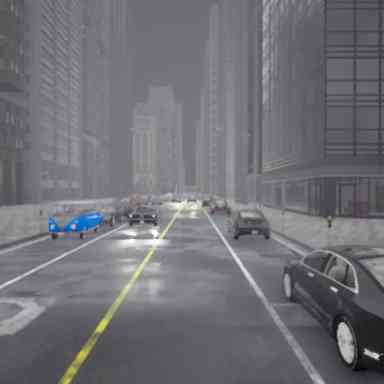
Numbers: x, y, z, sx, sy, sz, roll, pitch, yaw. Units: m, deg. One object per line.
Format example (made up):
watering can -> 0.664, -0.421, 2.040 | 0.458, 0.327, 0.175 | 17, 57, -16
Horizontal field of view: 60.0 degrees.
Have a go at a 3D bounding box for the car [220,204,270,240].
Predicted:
car -> 2.755, 1.532, 16.770 | 2.008, 1.369, 4.403 | 0, 0, 0

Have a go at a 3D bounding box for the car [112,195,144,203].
car -> -5.775, 1.287, 28.042 | 2.192, 1.841, 5.009 | 0, 0, 0

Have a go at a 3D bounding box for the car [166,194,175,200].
car -> -5.791, 1.371, 90.090 | 1.967, 1.590, 4.097 | 0, 0, 0

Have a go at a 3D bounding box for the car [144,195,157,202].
car -> -5.778, 1.280, 39.324 | 2.192, 1.841, 5.009 | 0, 0, 0

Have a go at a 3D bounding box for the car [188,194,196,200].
car -> -0.023, 1.249, 85.758 | 1.837, 1.490, 4.892 | 0, 0, 0

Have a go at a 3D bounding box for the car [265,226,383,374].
car -> 2.758, 1.544, 5.489 | 2.008, 1.369, 4.403 | 0, 0, 0

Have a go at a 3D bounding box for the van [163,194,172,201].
van -> -5.788, 1.280, 78.809 | 1.690, 1.788, 3.998 | 0, 0, 0

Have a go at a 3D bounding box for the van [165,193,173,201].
van -> -5.790, 1.276, 84.450 | 1.690, 1.788, 3.998 | 0, 0, 0

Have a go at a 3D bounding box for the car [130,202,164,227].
car -> -3.108, 1.576, 22.925 | 1.895, 1.301, 4.718 | 0, 0, 0

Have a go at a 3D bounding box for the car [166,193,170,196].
car -> -5.784, 1.497, 67.528 | 2.008, 1.369, 4.403 | 0, 0, 0

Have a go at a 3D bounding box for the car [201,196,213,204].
car -> 2.742, 1.495, 61.894 | 1.887, 1.381, 4.507 | 0, 0, 0

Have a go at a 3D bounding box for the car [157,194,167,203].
car -> -5.781, 1.520, 56.246 | 1.947, 1.339, 4.313 | 0, 0, 0

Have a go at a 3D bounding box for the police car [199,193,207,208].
police car -> 2.353, 1.384, 47.467 | 1.930, 1.638, 5.238 | 0, 0, 0

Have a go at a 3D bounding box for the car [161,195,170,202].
car -> -5.786, 1.468, 72.998 | 1.752, 1.417, 4.829 | 0, 0, 0

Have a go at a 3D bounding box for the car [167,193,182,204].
car -> -3.037, 1.496, 63.827 | 2.033, 1.411, 5.357 | 0, 0, 1

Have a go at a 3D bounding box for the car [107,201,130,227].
car -> -5.772, 1.527, 22.402 | 2.008, 1.369, 4.403 | 0, 0, 0

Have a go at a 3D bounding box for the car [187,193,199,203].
car -> -0.018, 1.496, 65.207 | 2.033, 1.411, 5.357 | 0, 0, 0

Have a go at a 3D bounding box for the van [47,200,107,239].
van -> -5.771, 1.322, 16.761 | 1.690, 1.788, 3.998 | 0, 0, 0

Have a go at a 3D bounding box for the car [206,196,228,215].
car -> 2.749, 1.408, 33.691 | 1.967, 1.590, 4.097 | 0, 0, 0
